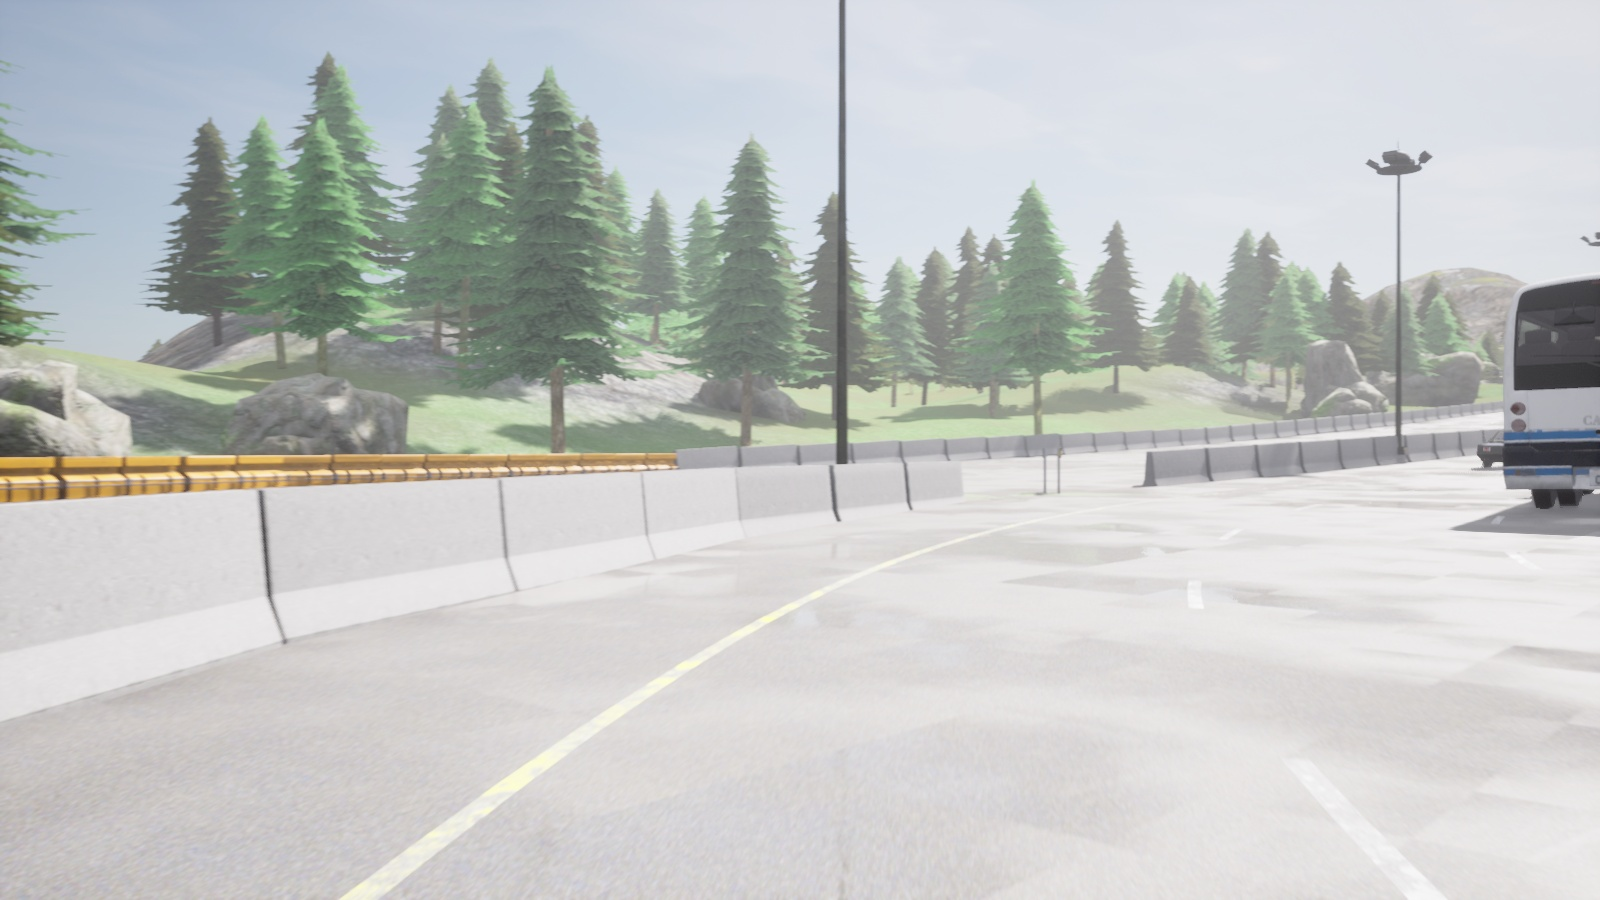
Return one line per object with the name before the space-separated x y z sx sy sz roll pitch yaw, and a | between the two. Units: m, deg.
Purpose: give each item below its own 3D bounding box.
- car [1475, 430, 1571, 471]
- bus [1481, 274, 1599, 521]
car | 25.859 -0.004 44.844 1.895 1.301 4.718 0 2 44
bus | 17.133 -1.011 25.612 3.944 4.253 10.273 -1 0 38
